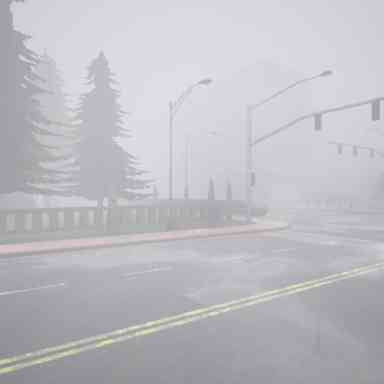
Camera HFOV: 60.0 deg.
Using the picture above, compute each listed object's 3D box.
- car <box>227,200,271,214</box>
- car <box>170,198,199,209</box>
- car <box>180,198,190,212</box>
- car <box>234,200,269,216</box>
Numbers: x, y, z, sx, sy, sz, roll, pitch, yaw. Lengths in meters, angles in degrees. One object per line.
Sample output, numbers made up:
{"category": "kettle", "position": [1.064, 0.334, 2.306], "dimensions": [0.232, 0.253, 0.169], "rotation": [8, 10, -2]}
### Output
{"category": "car", "position": [6.005, 1.598, 35.838], "dimensions": [1.895, 1.301, 4.718], "rotation": [0, 0, -35]}
{"category": "car", "position": [-1.025, 1.561, 45.730], "dimensions": [1.994, 1.385, 4.181], "rotation": [0, 0, -35]}
{"category": "car", "position": [-0.561, 1.502, 39.032], "dimensions": [1.837, 1.490, 4.892], "rotation": [0, 0, -35]}
{"category": "car", "position": [4.886, 1.502, 31.373], "dimensions": [1.837, 1.490, 4.892], "rotation": [0, 0, -35]}
